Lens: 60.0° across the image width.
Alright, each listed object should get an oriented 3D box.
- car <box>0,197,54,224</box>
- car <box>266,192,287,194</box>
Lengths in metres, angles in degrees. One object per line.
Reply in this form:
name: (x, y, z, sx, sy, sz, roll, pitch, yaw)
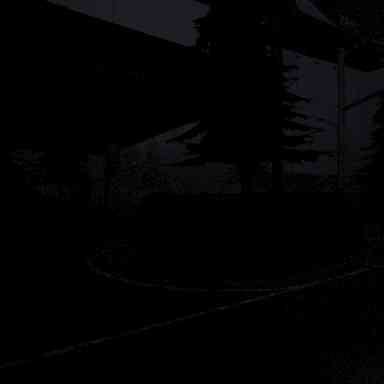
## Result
car: (-11.959, 1.313, 23.487, 3.866, 1.878, 1.905, 0, 0, -36)
car: (6.496, 1.043, 28.322, 2.150, 2.045, 5.566, 0, 1, -34)
